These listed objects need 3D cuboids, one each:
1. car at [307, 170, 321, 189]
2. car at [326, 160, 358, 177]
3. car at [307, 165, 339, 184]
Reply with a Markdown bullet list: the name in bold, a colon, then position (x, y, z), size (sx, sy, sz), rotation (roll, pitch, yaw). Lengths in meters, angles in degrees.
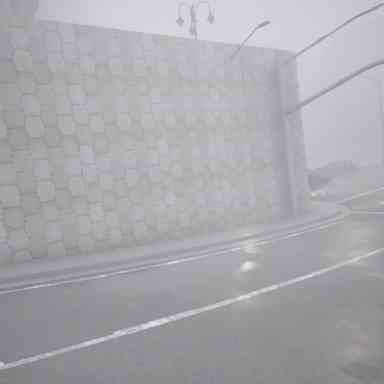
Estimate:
- **car**: position (8.120, -0.735, 29.459), size (2.033, 1.411, 5.357), rotation (-11, 6, -35)
- **car**: position (15.780, -2.648, 36.872), size (2.097, 1.767, 4.553), rotation (-11, 7, -35)
- **car**: position (10.831, -1.339, 31.606), size (1.837, 1.490, 4.892), rotation (-11, 6, -34)
